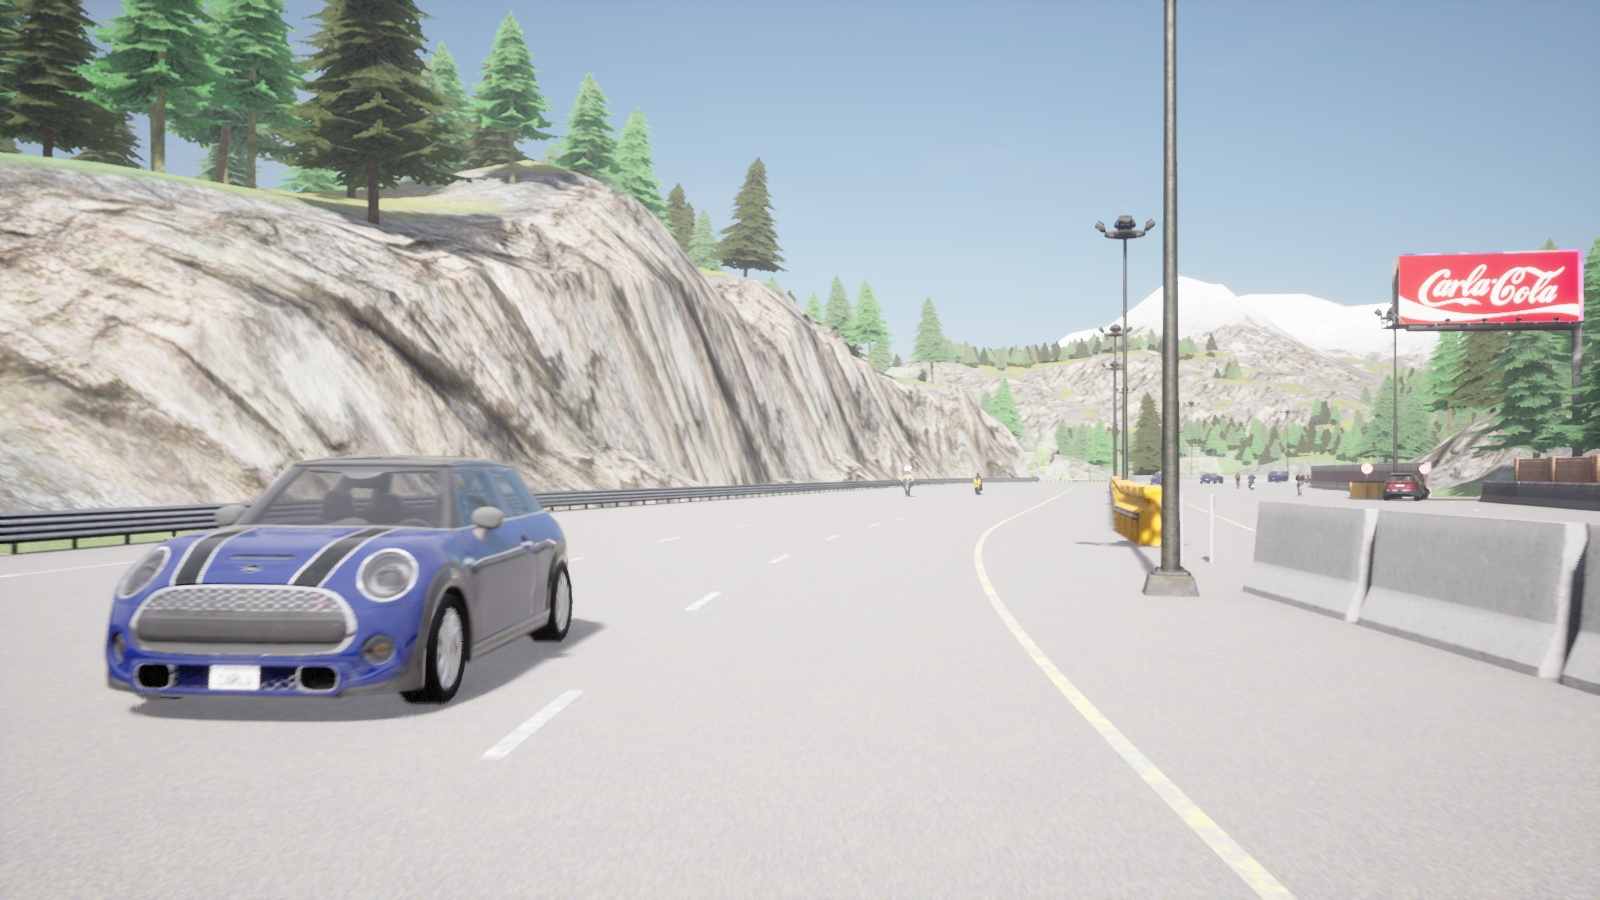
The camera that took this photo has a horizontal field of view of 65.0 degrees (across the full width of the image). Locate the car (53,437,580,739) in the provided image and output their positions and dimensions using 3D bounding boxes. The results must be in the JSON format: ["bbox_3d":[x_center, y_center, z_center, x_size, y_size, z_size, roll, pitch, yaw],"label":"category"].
[{"bbox_3d":[-3.267,0.847,9.695,2.097,1.767,4.553,0,-1,3],"label":"car"}]

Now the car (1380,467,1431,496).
[{"bbox_3d":[35.543,1.847,73.654,2.033,1.649,4.856,-2,-2,33],"label":"car"}]
